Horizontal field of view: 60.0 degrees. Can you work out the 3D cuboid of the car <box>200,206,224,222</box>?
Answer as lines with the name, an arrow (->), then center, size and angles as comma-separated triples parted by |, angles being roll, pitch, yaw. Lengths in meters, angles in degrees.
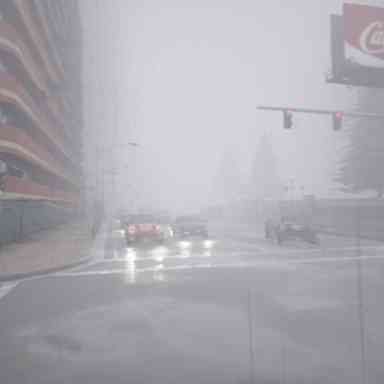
car -> 2.371, 2.877, 43.163 | 2.150, 2.045, 5.566 | 0, -3, -13

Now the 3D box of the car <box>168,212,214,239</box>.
car -> -0.197, 2.392, 23.656 | 1.837, 1.490, 4.892 | 0, -2, -14

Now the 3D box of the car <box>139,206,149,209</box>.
car -> -7.597, 3.335, 54.633 | 2.150, 2.045, 5.566 | 0, -2, -13

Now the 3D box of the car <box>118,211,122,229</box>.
car -> -5.986, 2.854, 32.704 | 1.994, 1.385, 4.181 | 0, -2, -14

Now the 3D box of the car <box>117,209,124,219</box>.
car -> -10.880, 3.461, 53.297 | 2.097, 1.767, 4.553 | 0, -2, -13

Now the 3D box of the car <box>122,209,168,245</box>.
car -> -3.024, 2.155, 20.455 | 2.097, 1.767, 4.553 | 0, -2, -14

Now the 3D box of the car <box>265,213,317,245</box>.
car -> 5.653, 1.996, 19.473 | 2.097, 1.767, 4.553 | 0, -2, 3

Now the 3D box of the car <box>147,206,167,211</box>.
car -> -3.422, 2.770, 36.987 | 2.097, 1.767, 4.553 | 0, -2, -15
